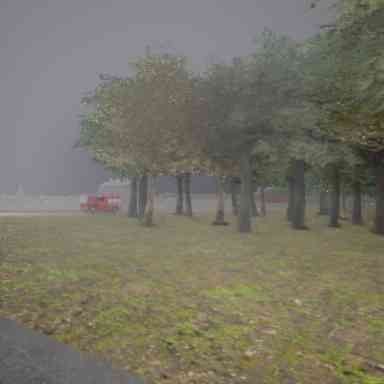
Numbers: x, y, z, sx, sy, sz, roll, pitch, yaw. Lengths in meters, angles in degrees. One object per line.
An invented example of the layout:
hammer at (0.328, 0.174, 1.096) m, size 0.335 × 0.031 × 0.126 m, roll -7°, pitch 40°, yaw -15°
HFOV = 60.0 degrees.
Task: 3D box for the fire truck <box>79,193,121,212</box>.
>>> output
fire truck at (-18.581, 2.177, 67.801) m, size 2.891 × 3.827 × 8.468 m, roll -1°, pitch -3°, yaw 39°
